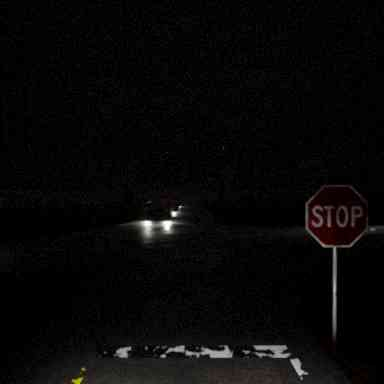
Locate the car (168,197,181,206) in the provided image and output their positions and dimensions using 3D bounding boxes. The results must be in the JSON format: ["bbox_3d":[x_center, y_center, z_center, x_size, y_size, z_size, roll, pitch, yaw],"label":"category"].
[{"bbox_3d":[-2.861,1.549,55.490,1.812,1.442,4.674,0,0,0],"label":"car"}]

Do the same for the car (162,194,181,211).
[{"bbox_3d":[-2.857,1.217,41.735,2.150,2.045,5.566,0,0,1],"label":"car"}]

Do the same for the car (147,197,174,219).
[{"bbox_3d":[-2.824,1.470,28.991,1.882,1.535,5.008,0,0,-1],"label":"car"}]
